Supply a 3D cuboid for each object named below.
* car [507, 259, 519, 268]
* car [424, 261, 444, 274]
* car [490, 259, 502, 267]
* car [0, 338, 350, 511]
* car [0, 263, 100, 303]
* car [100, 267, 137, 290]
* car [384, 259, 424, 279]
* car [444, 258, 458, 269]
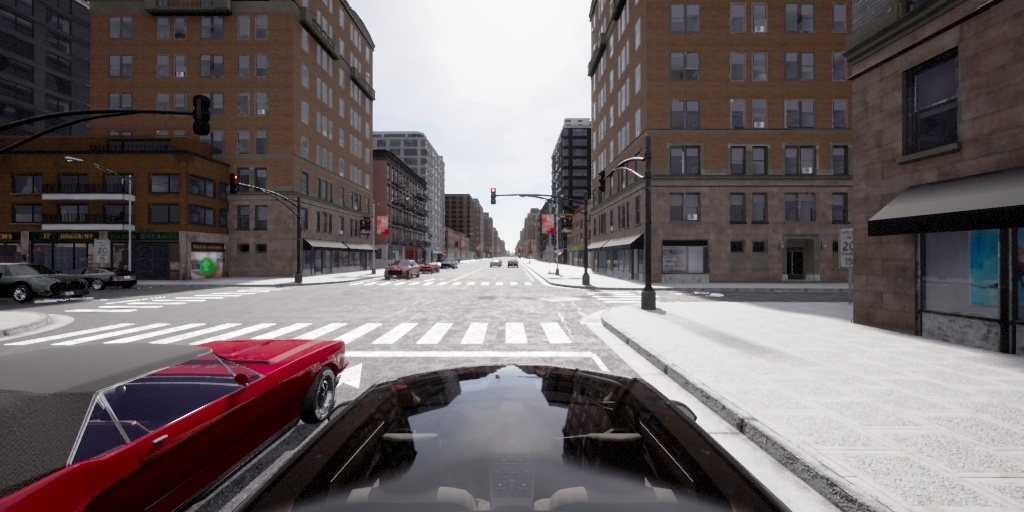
[{"bbox_3d":[0.157,1.248,62.178,1.837,1.490,4.892,0,0,0],"label":"car"},{"bbox_3d":[-9.746,1.349,42.084,1.895,1.301,4.718,0,0,0],"label":"car"},{"bbox_3d":[-2.988,1.290,64.133,2.033,1.411,5.357,0,0,0],"label":"car"},{"bbox_3d":[-3.157,1.351,2.816,1.895,1.301,4.718,0,0,0],"label":"car"},{"bbox_3d":[-22.165,1.096,16.172,4.553,1.767,2.097,0,0,0],"label":"car"},{"bbox_3d":[-25.325,1.330,21.680,4.313,1.339,1.948,0,0,0],"label":"car"},{"bbox_3d":[-9.771,1.102,32.154,2.097,1.767,4.553,0,0,0],"label":"car"},{"bbox_3d":[-9.700,1.096,55.525,2.097,1.767,4.553,0,0,-1],"label":"car"}]
